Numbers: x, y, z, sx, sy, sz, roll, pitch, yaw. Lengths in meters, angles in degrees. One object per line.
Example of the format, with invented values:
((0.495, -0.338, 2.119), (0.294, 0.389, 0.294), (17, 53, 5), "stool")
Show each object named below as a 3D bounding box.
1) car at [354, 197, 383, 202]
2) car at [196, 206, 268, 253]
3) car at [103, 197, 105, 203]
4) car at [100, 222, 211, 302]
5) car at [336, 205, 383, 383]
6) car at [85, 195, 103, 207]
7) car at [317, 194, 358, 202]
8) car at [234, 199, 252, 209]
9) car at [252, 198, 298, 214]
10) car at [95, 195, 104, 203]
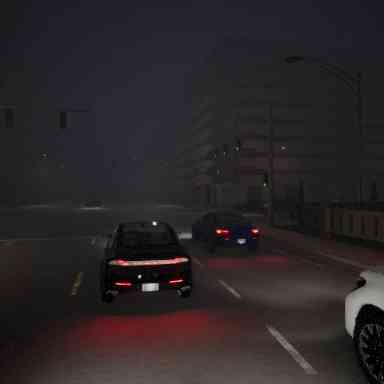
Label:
((21.168, 1.582, 37.554), (4.674, 1.442, 1.812), (0, 0, -14), "car")
((1.242, 1.526, 13.757), (1.812, 1.442, 4.674), (0, 0, -12), "car")
((-16.966, 1.525, 59.099), (1.812, 1.442, 4.674), (0, 0, -13), "car")
((-1.212, 1.492, 8.335), (2.128, 1.511, 4.902), (0, 0, -11), "car")
((3.265, 1.221, 2.038), (2.150, 2.045, 5.566), (0, 0, -5), "car")
((-14.661, 1.564, 49.459), (1.994, 1.385, 4.181), (0, 0, -13), "car")
((17.725, 1.275, 40.317), (5.566, 2.045, 2.150), (0, 0, -14), "car")
((7.065, 1.560, 37.692), (4.892, 1.490, 1.837), (0, 0, -14), "car")
((9.099, 1.407, 34.591), (4.553, 1.767, 2.097), (0, 0, -14), "car")
((-20.083, 1.478, 72.303), (1.882, 1.535, 5.008), (0, 0, -14), "car")
